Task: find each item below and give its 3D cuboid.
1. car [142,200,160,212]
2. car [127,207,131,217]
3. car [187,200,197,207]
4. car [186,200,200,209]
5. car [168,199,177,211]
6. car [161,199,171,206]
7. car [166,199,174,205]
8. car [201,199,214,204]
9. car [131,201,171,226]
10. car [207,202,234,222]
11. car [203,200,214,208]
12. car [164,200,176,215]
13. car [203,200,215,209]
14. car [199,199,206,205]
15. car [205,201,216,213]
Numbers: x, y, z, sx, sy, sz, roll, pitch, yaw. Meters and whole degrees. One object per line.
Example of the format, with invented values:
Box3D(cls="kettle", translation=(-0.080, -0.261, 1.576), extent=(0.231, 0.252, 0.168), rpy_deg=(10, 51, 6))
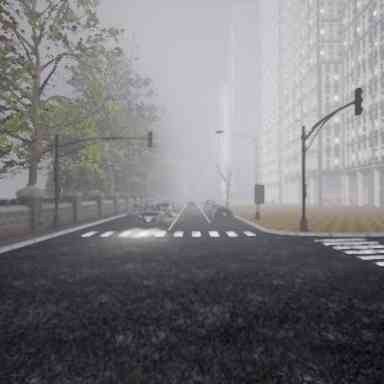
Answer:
Box3D(cls="car", translation=(-5.694, 1.933, 46.428), extent=(1.967, 1.590, 4.097), rpy_deg=(0, -1, 0))
Box3D(cls="car", translation=(-5.693, 1.952, 35.162), extent=(1.802, 1.307, 4.206), rpy_deg=(0, -1, 0))
Box3D(cls="car", translation=(-0.008, 2.280, 66.814), extent=(2.033, 1.411, 5.357), rpy_deg=(0, -1, 0))
Box3D(cls="car", translation=(-0.008, 2.140, 57.232), extent=(1.812, 1.442, 4.674), rpy_deg=(0, -1, 0))
Box3D(cls="car", translation=(-3.084, 1.985, 46.425), extent=(2.128, 1.511, 4.902), rpy_deg=(0, -1, 0))
Box3D(cls="car", translation=(-5.699, 2.358, 74.586), extent=(1.887, 1.381, 4.507), rpy_deg=(0, -1, 0))
Box3D(cls="car", translation=(-5.700, 2.490, 85.850), extent=(1.887, 1.381, 4.507), rpy_deg=(0, -1, 0))
Box3D(cls="car", translation=(3.106, 1.974, 57.813), extent=(2.097, 1.767, 4.553), rpy_deg=(0, -1, 0))
Box3D(cls="car", translation=(-3.104, 1.766, 26.227), extent=(2.128, 1.511, 4.902), rpy_deg=(0, -1, 0))
Box3D(cls="car", translation=(2.688, 1.876, 29.531), extent=(1.947, 1.339, 4.313), rpy_deg=(0, -1, 0))
Box3D(cls="car", translation=(3.141, 2.227, 64.841), extent=(1.812, 1.442, 4.674), rpy_deg=(0, -1, 0))
Box3D(cls="car", translation=(-3.101, 1.885, 36.045), extent=(1.837, 1.490, 4.892), rpy_deg=(0, -1, 0))
Box3D(cls="car", translation=(2.686, 1.998, 40.796), extent=(1.947, 1.339, 4.313), rpy_deg=(0, -1, 0))
Box3D(cls="car", translation=(2.680, 2.527, 85.851), extent=(1.802, 1.307, 4.206), rpy_deg=(0, -1, 0))
Box3D(cls="car", translation=(2.687, 1.937, 35.163), extent=(1.947, 1.339, 4.313), rpy_deg=(0, -1, 0))
